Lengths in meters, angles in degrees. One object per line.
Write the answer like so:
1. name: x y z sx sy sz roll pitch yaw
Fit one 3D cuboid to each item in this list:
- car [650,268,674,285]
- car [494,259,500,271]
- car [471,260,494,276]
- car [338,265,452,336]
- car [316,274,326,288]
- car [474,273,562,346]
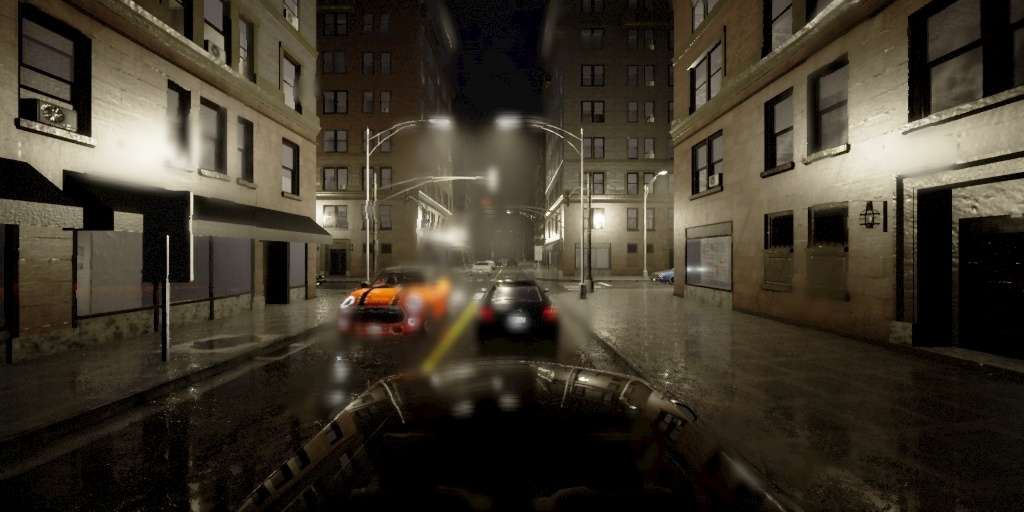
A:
1. car: 12.613 1.260 25.119 5.357 1.411 2.033 0 0 0
2. car: -3.102 1.292 48.895 2.033 1.411 5.357 0 0 0
3. car: -3.110 1.274 37.295 1.812 1.442 4.674 0 0 -1
4. car: -3.099 1.101 10.388 2.097 1.767 4.553 0 0 0
5. car: -14.028 1.387 21.829 4.718 1.301 1.895 0 0 0
6. car: 0.114 1.314 9.458 1.994 1.385 4.181 0 0 -1
